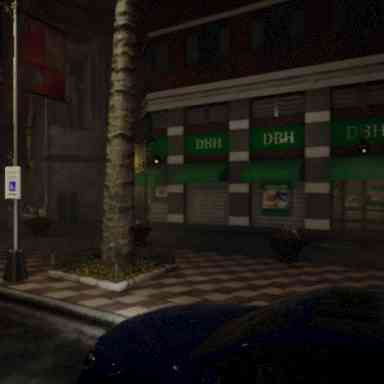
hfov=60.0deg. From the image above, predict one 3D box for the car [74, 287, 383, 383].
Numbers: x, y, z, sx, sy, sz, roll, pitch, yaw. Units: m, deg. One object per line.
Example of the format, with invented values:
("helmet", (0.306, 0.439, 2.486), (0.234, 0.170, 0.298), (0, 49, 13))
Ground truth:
("car", (1.092, 1.528, 2.512), (4.674, 1.442, 1.812), (0, 0, 36))
